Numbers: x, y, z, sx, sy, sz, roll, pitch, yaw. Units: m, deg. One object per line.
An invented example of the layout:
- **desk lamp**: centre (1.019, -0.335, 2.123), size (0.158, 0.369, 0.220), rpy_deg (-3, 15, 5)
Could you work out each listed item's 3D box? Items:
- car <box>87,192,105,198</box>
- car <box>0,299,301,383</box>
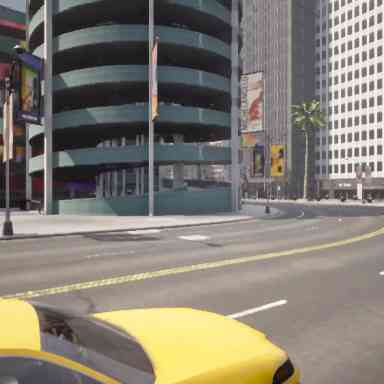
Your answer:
- **car**: centre (-19.030, 0.969, 66.018), size (2.435, 2.045, 5.566), rpy_deg (0, 0, -36)
- **car**: centre (-1.476, 1.449, 2.226), size (5.366, 1.575, 1.801), rpy_deg (0, 0, -35)
